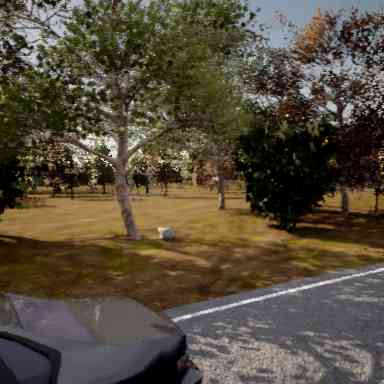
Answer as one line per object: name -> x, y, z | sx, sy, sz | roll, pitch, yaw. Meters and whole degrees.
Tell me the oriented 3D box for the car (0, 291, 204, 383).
car -> -2.468, 1.540, 2.163 | 5.357, 1.411, 2.033 | 0, 0, -36
